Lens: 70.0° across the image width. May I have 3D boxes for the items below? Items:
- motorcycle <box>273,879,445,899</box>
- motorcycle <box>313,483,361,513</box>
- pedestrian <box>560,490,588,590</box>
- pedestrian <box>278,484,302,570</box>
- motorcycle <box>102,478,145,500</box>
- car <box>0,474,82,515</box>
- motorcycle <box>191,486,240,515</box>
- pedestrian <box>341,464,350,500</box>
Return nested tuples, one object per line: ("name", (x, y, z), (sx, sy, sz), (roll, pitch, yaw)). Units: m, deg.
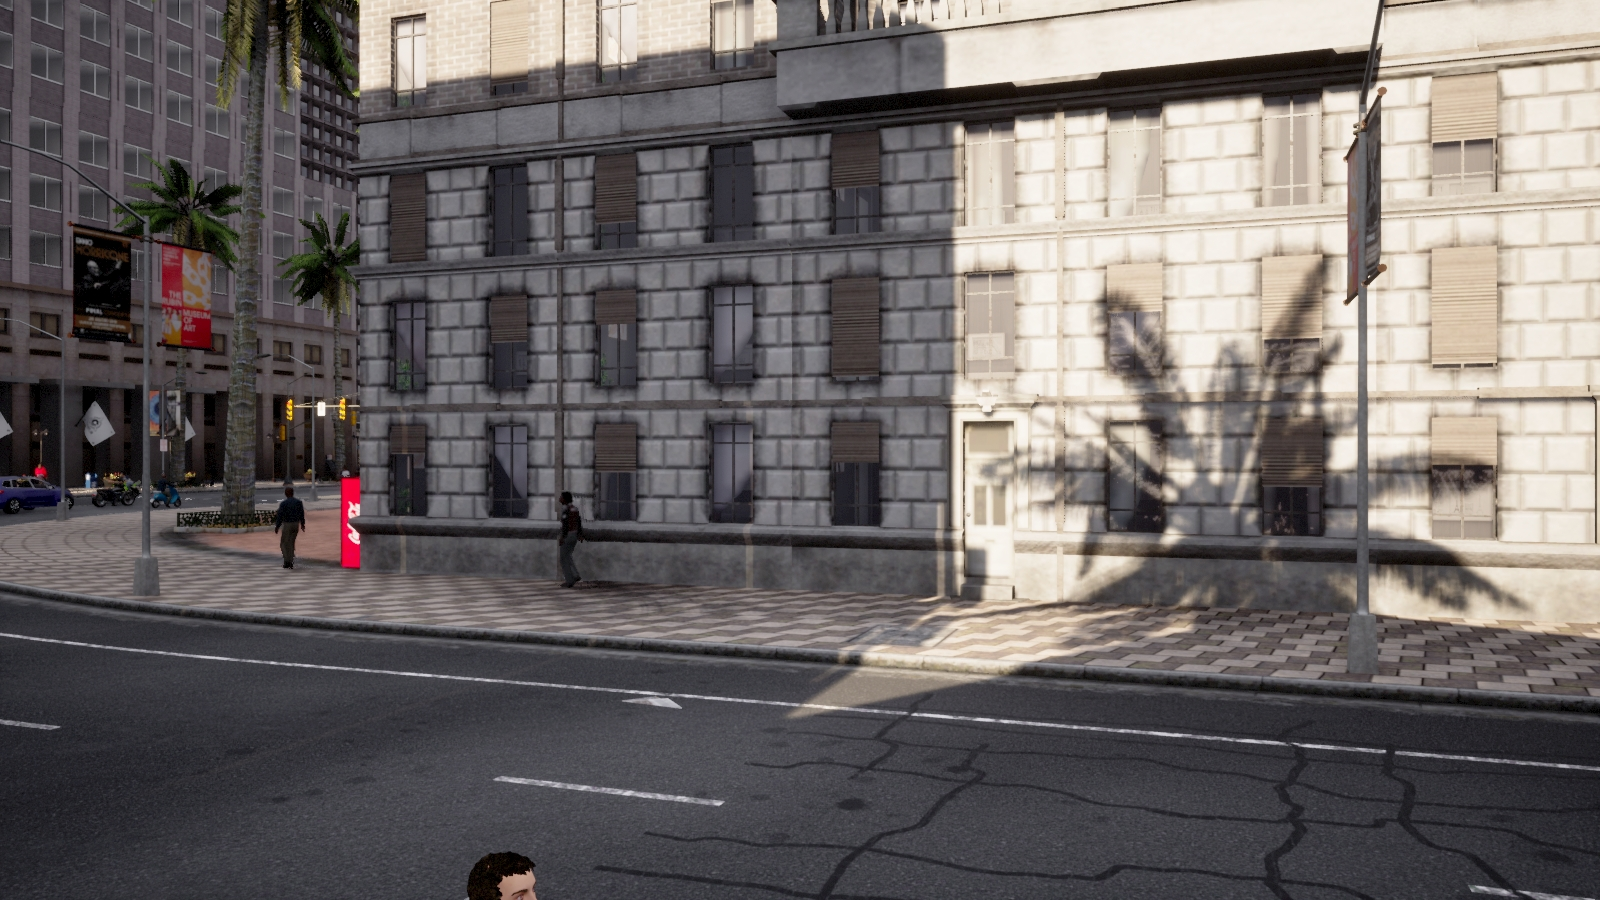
("motorcycle", (-1.030, 2.213, 3.640), (2.033, 1.145, 0.803), (0, 0, 20))
("motorcycle", (-21.134, 2.170, 52.239), (0.764, 1.277, 2.356), (0, 0, 16))
("pedestrian", (-4.284, 1.696, 21.692), (0.375, 1.860, 0.375), (0, 0, 22))
("pedestrian", (-11.279, 1.696, 25.258), (0.375, 1.860, 0.375), (0, 0, -45))
("motorcycle", (-38.710, 2.213, 65.377), (0.803, 1.145, 2.033), (0, 0, 21))
("car", (-35.215, 1.968, 51.598), (2.242, 1.667, 4.611), (0, 0, 9))
("motorcycle", (-25.628, 2.213, 50.152), (0.803, 1.145, 2.033), (1, 0, 13))
("pedestrian", (-24.015, 1.696, 60.374), (0.375, 1.860, 0.375), (0, 0, -41))
